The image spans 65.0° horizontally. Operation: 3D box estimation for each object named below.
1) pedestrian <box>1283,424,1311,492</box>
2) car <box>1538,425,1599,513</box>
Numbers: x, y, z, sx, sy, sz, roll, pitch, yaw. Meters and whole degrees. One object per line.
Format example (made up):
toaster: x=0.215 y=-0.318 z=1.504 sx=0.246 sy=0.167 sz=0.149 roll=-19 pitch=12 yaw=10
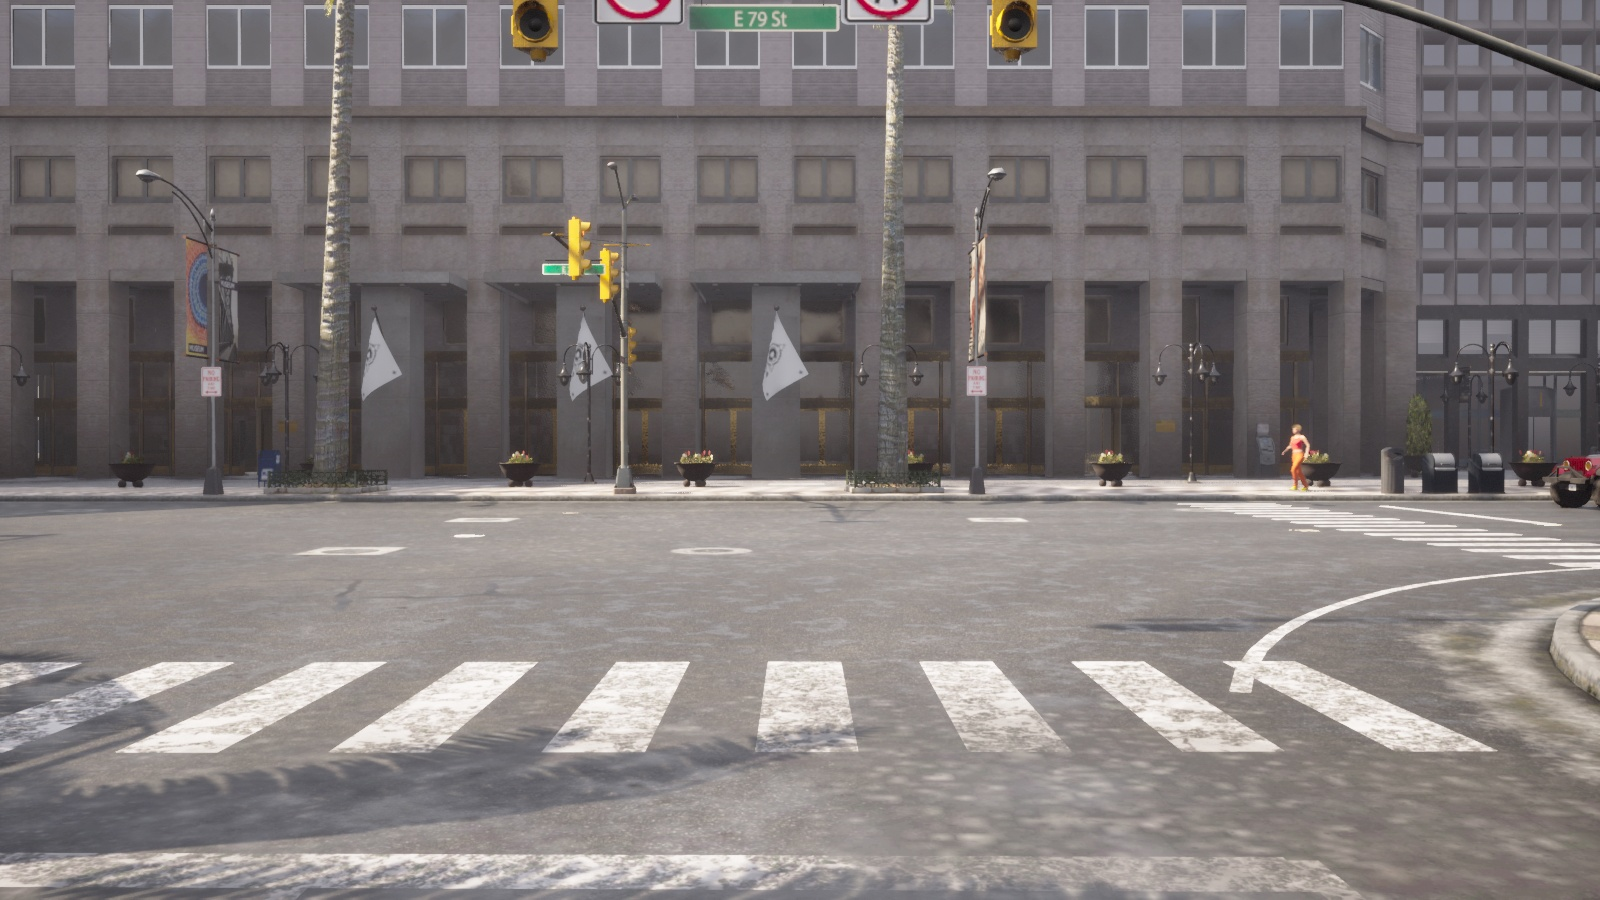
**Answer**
pedestrian: x=13.508 y=0.221 z=34.133 sx=0.594 sy=1.836 sz=0.345 roll=0 pitch=0 yaw=-15
car: x=18.784 y=0.401 z=27.708 sx=3.866 sy=1.878 sz=1.905 roll=0 pitch=0 yaw=1
